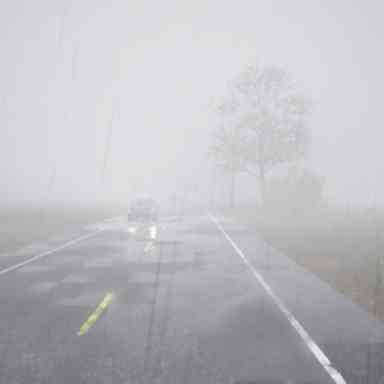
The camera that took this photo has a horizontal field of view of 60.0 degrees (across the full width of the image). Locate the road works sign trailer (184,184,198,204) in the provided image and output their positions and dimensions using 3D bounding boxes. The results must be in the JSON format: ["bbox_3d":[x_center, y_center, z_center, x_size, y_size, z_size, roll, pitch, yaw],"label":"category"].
[{"bbox_3d":[-0.001,0.329,61.344,2.380,3.560,2.880,0,0,0],"label":"road works sign trailer"}]

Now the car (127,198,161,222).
[{"bbox_3d":[-3.597,1.285,25.589,2.097,1.767,4.553,0,0,0],"label":"car"}]

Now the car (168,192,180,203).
[{"bbox_3d":[-3.510,1.083,66.096,2.150,2.045,5.566,0,0,0],"label":"car"}]
